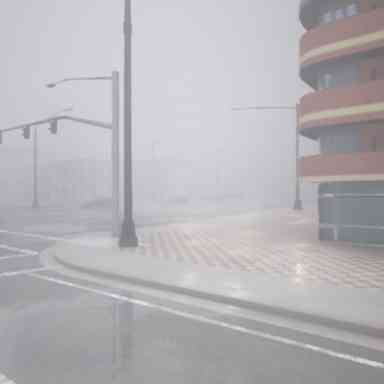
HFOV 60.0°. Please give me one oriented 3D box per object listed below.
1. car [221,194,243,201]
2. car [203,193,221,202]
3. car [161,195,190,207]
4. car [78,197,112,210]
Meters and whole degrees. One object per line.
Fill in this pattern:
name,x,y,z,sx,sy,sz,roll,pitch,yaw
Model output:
car,7.420,0.584,58.357,1.994,1.385,4.181,0,1,37
car,4.057,0.953,59.715,2.033,1.411,5.357,0,1,37
car,-2.263,1.154,45.491,2.128,1.511,4.902,0,1,37
car,-11.086,1.342,39.501,2.128,1.511,4.902,0,1,37
